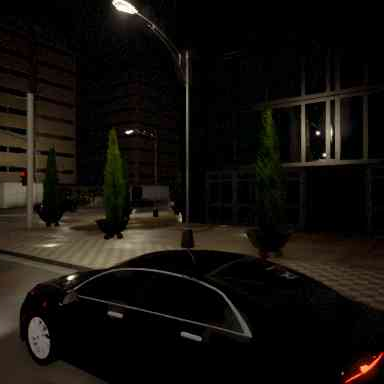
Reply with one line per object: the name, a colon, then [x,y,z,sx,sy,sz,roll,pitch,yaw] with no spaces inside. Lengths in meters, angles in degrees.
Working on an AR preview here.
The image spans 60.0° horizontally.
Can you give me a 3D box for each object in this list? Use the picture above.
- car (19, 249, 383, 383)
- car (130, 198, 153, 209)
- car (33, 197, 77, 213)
car: [-0.267,1.505,4.183,4.892,1.490,1.837,0,0,36]
car: [-7.542,1.581,47.216,1.812,1.442,4.674,0,0,35]
car: [-15.058,1.407,36.589,2.097,1.767,4.553,0,0,35]
